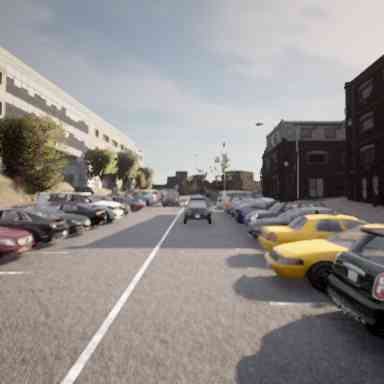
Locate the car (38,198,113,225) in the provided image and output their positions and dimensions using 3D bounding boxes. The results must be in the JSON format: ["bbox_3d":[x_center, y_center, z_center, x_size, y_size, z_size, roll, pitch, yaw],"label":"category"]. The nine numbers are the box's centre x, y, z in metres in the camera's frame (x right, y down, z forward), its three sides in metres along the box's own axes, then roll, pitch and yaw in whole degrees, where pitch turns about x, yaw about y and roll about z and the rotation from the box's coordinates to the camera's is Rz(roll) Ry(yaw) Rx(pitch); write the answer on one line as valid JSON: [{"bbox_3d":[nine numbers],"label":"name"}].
[{"bbox_3d":[-7.412,1.301,19.013,5.008,1.535,2.097,0,1,1],"label":"car"}]

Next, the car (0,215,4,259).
[{"bbox_3d":[-7.573,1.435,7.844,4.892,1.521,2.231,0,1,1],"label":"car"}]

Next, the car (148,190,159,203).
[{"bbox_3d":[-7.054,0.877,44.151,4.553,1.767,2.185,0,1,1],"label":"car"}]

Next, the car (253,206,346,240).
[{"bbox_3d":[4.994,1.425,11.201,5.366,1.575,1.946,0,1,1],"label":"car"}]

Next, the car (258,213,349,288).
[{"bbox_3d":[4.585,1.459,8.267,5.366,1.575,1.946,0,1,1],"label":"car"}]

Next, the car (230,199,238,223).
[{"bbox_3d":[4.955,1.352,20.016,4.792,1.488,2.163,0,1,1],"label":"car"}]

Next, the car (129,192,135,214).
[{"bbox_3d":[-7.340,1.078,27.268,4.553,1.767,2.185,0,1,1],"label":"car"}]

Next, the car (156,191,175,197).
[{"bbox_3d":[-6.597,0.568,83.258,4.792,1.488,2.163,0,1,1],"label":"car"}]

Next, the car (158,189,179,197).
[{"bbox_3d":[-6.428,0.188,91.634,5.566,2.045,2.435,0,1,1],"label":"car"}]

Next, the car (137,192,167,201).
[{"bbox_3d":[-6.897,0.838,57.994,5.008,1.535,2.097,0,1,1],"label":"car"}]

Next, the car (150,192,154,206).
[{"bbox_3d":[-7.189,1.099,38.567,4.792,1.488,2.163,0,1,1],"label":"car"}]

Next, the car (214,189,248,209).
[{"bbox_3d":[5.111,0.932,31.764,5.566,2.045,2.435,0,1,1],"label":"car"}]

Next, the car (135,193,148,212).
[{"bbox_3d":[-7.203,1.165,32.978,4.792,1.488,2.163,0,1,1],"label":"car"}]

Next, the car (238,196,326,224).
[{"bbox_3d":[4.919,1.232,17.077,4.553,1.767,2.185,0,1,1],"label":"car"}]

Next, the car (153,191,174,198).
[{"bbox_3d":[-6.670,0.634,77.671,4.792,1.488,2.163,0,1,1],"label":"car"}]

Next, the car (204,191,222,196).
[{"bbox_3d":[5.918,0.443,94.527,5.008,1.535,2.097,0,0,1],"label":"car"}]

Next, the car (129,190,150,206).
[{"bbox_3d":[-7.228,0.977,35.773,4.553,1.767,2.185,0,1,1],"label":"car"}]

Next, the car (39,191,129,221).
[{"bbox_3d":[-7.352,1.017,21.804,5.566,2.045,2.435,0,1,1],"label":"car"}]

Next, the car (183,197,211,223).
[{"bbox_3d":[0.383,1.317,23.275,1.812,1.442,4.674,0,1,1],"label":"car"}]

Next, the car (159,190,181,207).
[{"bbox_3d":[-2.561,0.919,41.510,2.097,1.767,4.553,0,1,1],"label":"car"}]

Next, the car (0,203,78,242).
[{"bbox_3d":[-7.488,1.370,13.303,4.892,1.521,2.231,0,1,1],"label":"car"}]

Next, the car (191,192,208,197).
[{"bbox_3d":[0.626,1.058,41.117,1.882,1.535,5.008,0,0,1],"label":"car"}]

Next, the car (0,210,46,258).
[{"bbox_3d":[-7.531,1.441,10.634,4.674,1.452,2.002,0,1,1],"label":"car"}]

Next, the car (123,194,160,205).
[{"bbox_3d":[-7.077,0.999,46.945,4.792,1.488,2.163,0,1,1],"label":"car"}]

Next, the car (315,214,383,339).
[{"bbox_3d":[4.701,1.367,5.322,4.553,1.767,2.185,0,1,1],"label":"car"}]

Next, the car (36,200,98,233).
[{"bbox_3d":[-7.462,1.335,16.221,4.892,1.521,2.231,0,1,1],"label":"car"}]

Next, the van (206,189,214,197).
[{"bbox_3d":[5.734,0.478,72.197,4.442,1.987,1.878,0,1,1],"label":"van"}]

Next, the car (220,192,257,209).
[{"bbox_3d":[5.013,1.091,28.954,4.553,1.767,2.185,0,1,1],"label":"car"}]

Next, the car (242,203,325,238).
[{"bbox_3d":[4.856,1.392,14.266,4.892,1.521,2.231,0,1,1],"label":"car"}]

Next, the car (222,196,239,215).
[{"bbox_3d":[5.003,1.292,26.017,4.674,1.452,2.002,0,1,1],"label":"car"}]

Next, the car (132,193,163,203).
[{"bbox_3d":[-6.972,0.943,52.533,4.674,1.452,2.002,0,1,1],"label":"car"}]
